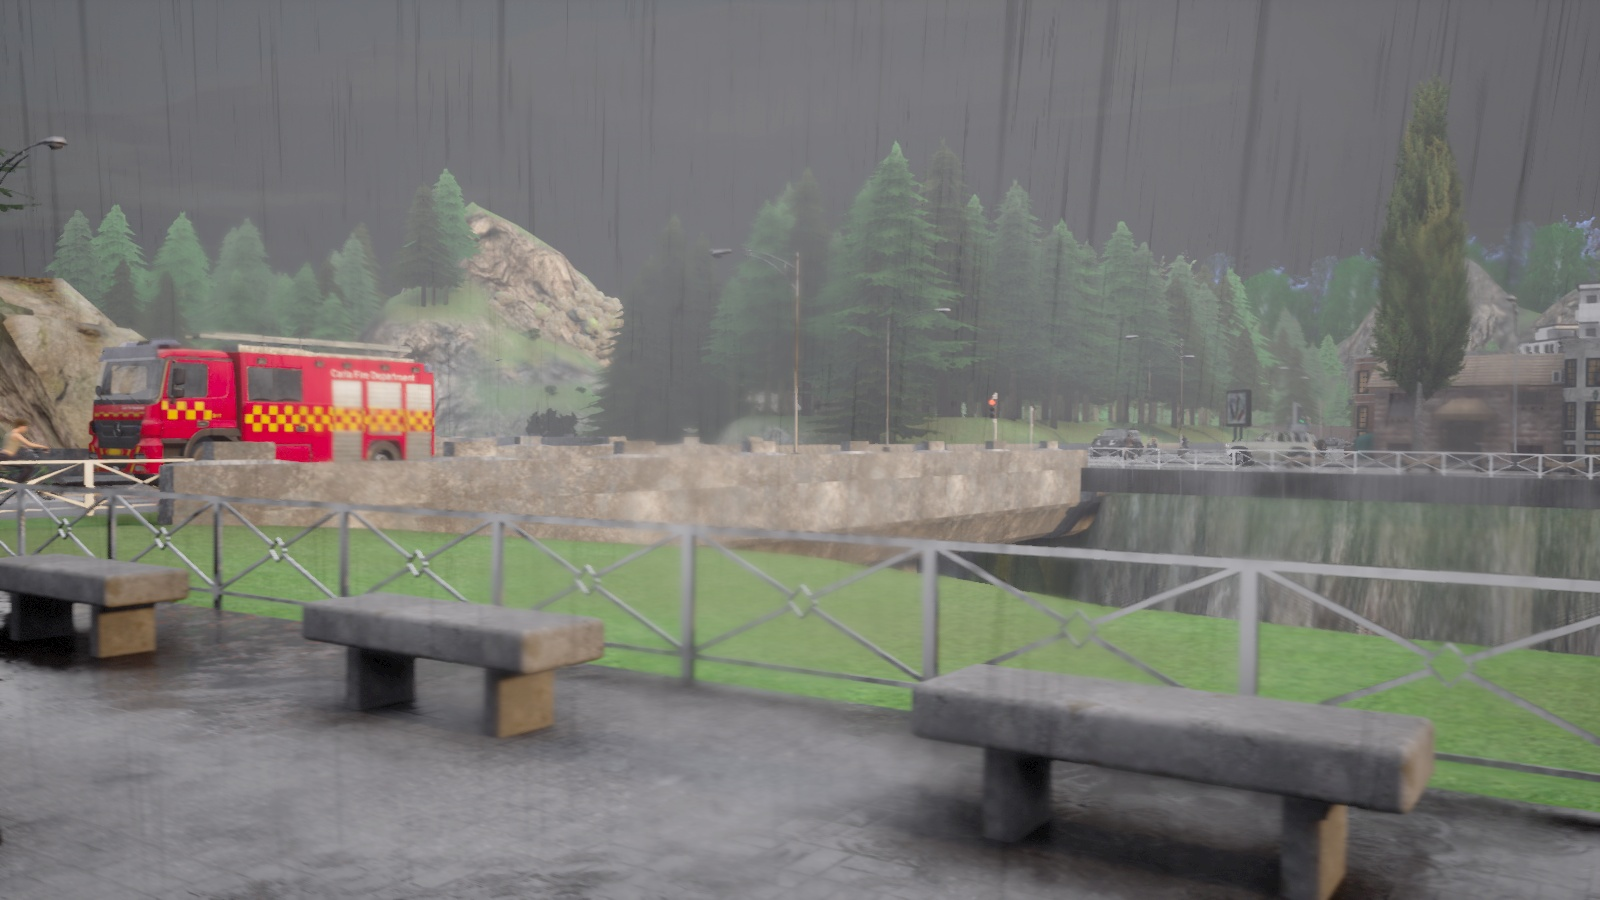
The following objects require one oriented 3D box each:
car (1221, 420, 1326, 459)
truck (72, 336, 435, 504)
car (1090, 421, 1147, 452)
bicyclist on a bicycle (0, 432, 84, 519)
[{"bbox_3d":[23.567,-0.519,62.563,4.605,1.855,1.932,0,1,34],"label":"car"},{"bbox_3d":[-13.934,-0.756,32.922,2.891,3.827,8.468,0,1,34],"label":"truck"},{"bbox_3d":[22.169,-0.941,87.253,2.150,2.045,5.566,0,1,33],"label":"car"},{"bbox_3d":[-14.838,0.471,24.257,0.866,1.612,1.509,0,1,33],"label":"bicyclist on a bicycle"}]
